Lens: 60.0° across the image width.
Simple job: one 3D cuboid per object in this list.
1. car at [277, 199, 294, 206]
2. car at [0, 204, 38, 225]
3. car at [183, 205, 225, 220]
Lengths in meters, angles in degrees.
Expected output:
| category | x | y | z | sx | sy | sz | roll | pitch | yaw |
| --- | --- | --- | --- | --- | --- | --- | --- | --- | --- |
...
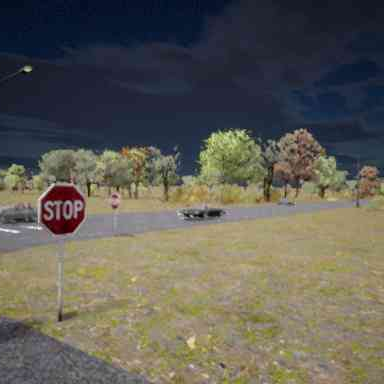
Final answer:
| category | x | y | z | sx | sy | sz | roll | pitch | yaw |
| --- | --- | --- | --- | --- | --- | --- | --- | --- | --- |
| car | 19.147 | 2.138 | 68.026 | 2.033 | 1.411 | 5.357 | 1 | 0 | 36 |
| car | -12.747 | 1.583 | 23.696 | 1.994 | 1.385 | 4.181 | 1 | 0 | 36 |
| car | 1.259 | 1.858 | 31.176 | 1.895 | 1.301 | 4.718 | 1 | 0 | 36 |
